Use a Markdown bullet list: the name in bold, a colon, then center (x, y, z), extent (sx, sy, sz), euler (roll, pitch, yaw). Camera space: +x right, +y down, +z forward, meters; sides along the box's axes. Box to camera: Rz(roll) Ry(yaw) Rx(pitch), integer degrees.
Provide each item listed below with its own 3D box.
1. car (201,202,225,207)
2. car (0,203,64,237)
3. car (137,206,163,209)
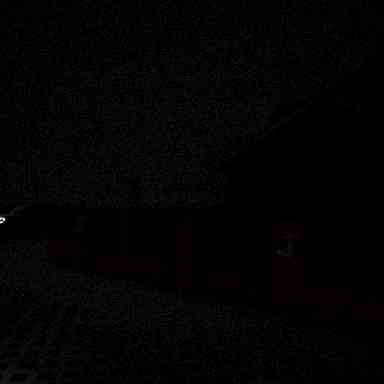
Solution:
- **car**: center (2.296, 1.845, 35.101), extent (1.837, 1.490, 4.892), euler (0, -1, 35)
- **car**: center (-9.182, 1.465, 18.816), extent (2.097, 1.767, 4.553), euler (0, -1, 35)
- **car**: center (-3.574, 1.792, 26.777), extent (1.994, 1.385, 4.181), euler (0, -1, 35)
